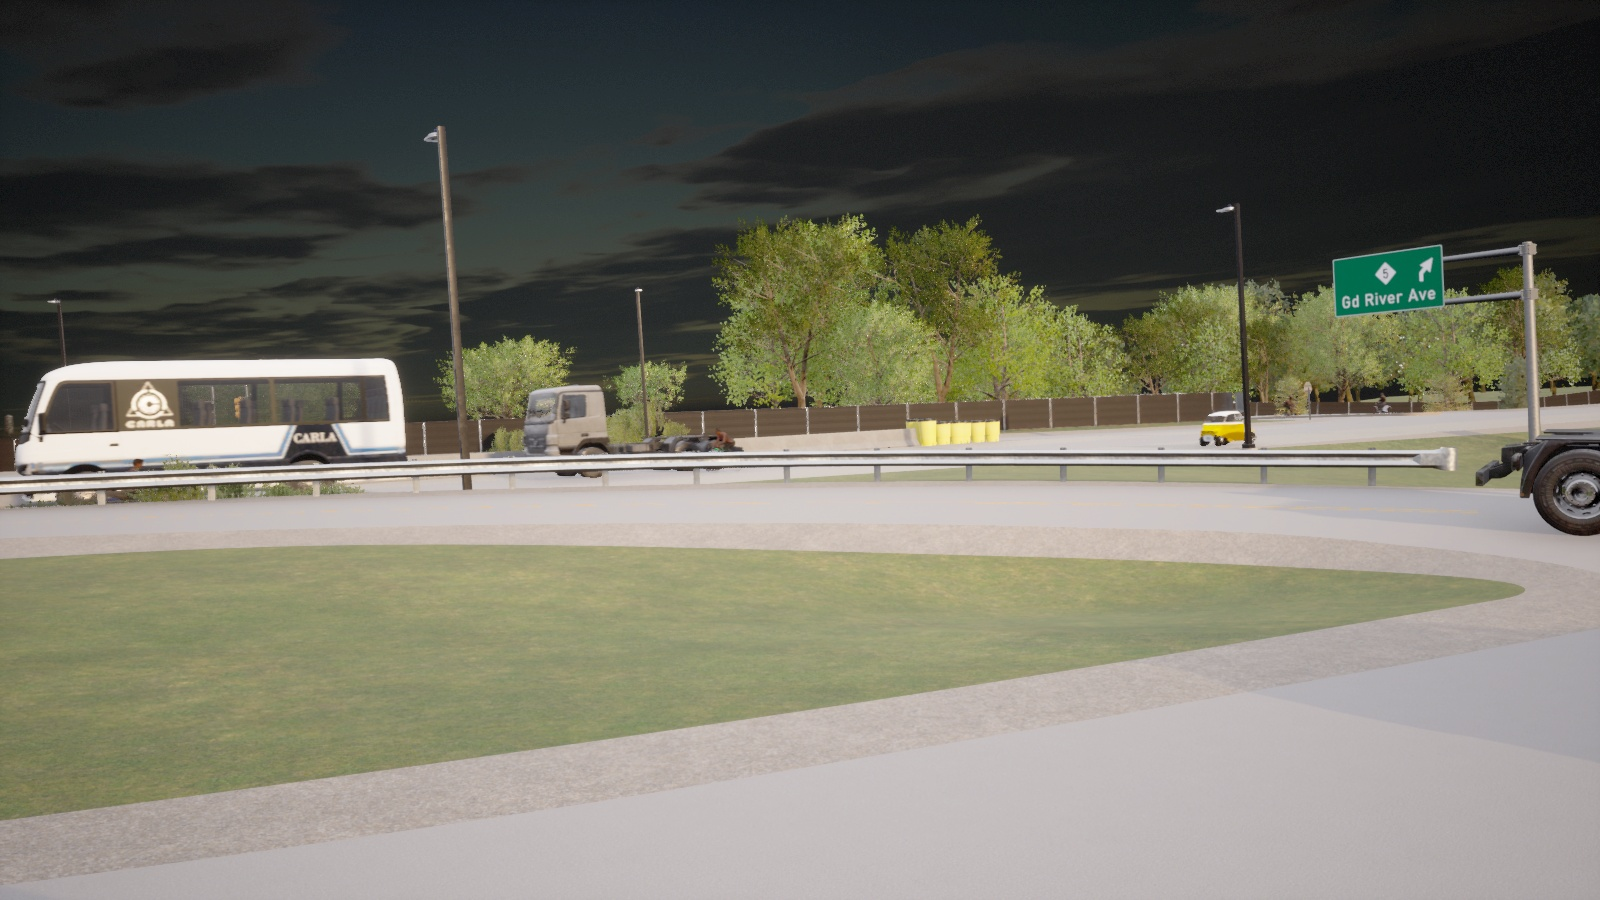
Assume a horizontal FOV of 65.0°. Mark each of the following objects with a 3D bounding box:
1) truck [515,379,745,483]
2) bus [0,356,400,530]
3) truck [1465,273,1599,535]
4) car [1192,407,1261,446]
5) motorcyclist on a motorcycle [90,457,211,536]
[{"bbox_3d":[-6.314,-0.790,47.272,7.936,3.462,2.891,-4,2,-33],"label":"truck"},{"bbox_3d":[-17.339,-0.355,36.034,10.273,4.253,3.944,-4,2,-33],"label":"bus"},{"bbox_3d":[13.357,-0.646,16.452,7.936,3.462,2.891,1,4,33],"label":"truck"},{"bbox_3d":[16.867,-0.933,49.675,2.207,1.376,1.481,-4,2,-33],"label":"car"},{"bbox_3d":[-15.074,1.044,29.165,2.350,1.649,0.766,-3,2,-33],"label":"motorcyclist on a motorcycle"}]
